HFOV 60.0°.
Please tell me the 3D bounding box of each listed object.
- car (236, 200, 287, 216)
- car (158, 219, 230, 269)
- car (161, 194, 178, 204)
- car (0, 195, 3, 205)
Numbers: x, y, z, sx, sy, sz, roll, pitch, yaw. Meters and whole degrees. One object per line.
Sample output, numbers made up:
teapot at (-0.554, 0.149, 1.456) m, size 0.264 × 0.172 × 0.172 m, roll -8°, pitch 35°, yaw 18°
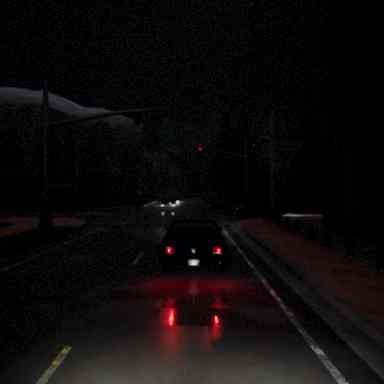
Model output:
car at (5.896, 1.339, 28.459) m, size 4.181 × 1.385 × 1.994 m, roll 0°, pitch 0°, yaw -9°
car at (0.061, 1.511, 10.763) m, size 1.895 × 1.301 × 4.718 m, roll 0°, pitch 0°, yaw 0°
car at (-3.572, 1.105, 50.778) m, size 1.812 × 1.442 × 4.674 m, roll 0°, pitch 1°, yaw 0°
car at (-25.019, 0.824, 40.449) m, size 1.932 × 1.855 × 4.605 m, roll 0°, pitch 0°, yaw -1°
